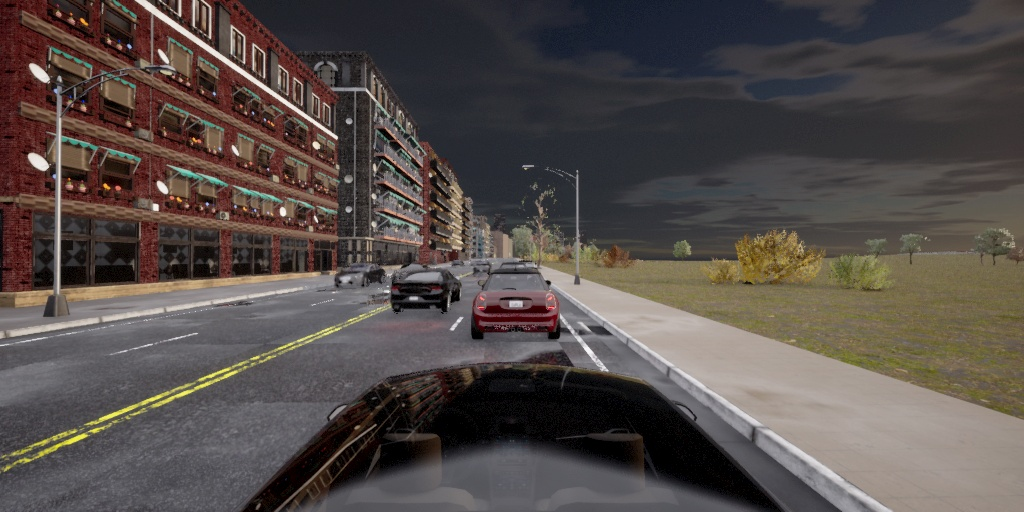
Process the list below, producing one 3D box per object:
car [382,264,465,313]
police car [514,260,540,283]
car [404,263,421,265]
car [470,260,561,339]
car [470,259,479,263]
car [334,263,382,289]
[{"bbox_3d":[-3.169,1.230,14.040,1.882,1.535,5.008,0,0,0],"label":"car"},{"bbox_3d":[1.104,1.179,29.464,1.930,1.638,5.238,0,0,0],"label":"police car"},{"bbox_3d":[-6.628,1.258,24.174,1.837,1.490,4.892,0,0,0],"label":"car"},{"bbox_3d":[0.082,1.104,10.196,2.097,1.767,4.553,0,0,0],"label":"car"},{"bbox_3d":[-3.195,1.246,39.819,2.128,1.511,4.902,0,0,0],"label":"car"},{"bbox_3d":[-9.878,1.245,23.627,2.128,1.511,4.902,0,0,0],"label":"car"}]
